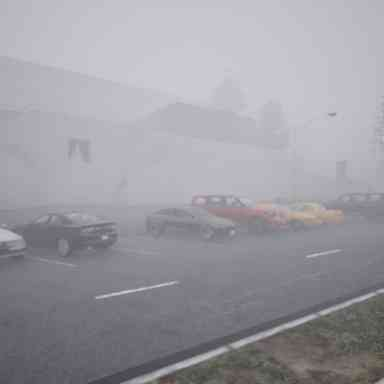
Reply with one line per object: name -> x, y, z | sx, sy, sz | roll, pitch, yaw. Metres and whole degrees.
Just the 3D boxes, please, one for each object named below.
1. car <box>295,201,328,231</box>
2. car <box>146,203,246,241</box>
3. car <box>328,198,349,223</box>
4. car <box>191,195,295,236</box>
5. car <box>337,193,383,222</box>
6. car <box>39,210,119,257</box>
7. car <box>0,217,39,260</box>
car -> 4.886, 1.389, 19.804 | 5.366, 1.575, 1.946 | -1, -1, 35
car -> -0.132, 1.460, 16.412 | 4.792, 1.488, 2.163 | -1, -1, 35
car -> 7.020, 1.381, 21.749 | 5.366, 1.575, 1.946 | -1, 0, 35
car -> 2.310, 1.161, 18.158 | 5.566, 2.045, 2.435 | -1, -1, 35
car -> 12.033, 1.108, 25.140 | 5.566, 2.045, 2.435 | -1, 0, 35
car -> -5.044, 1.472, 12.938 | 5.008, 1.535, 2.097 | -1, 0, 35
car -> -7.494, 1.530, 11.206 | 4.674, 1.452, 2.002 | -1, -1, 35
